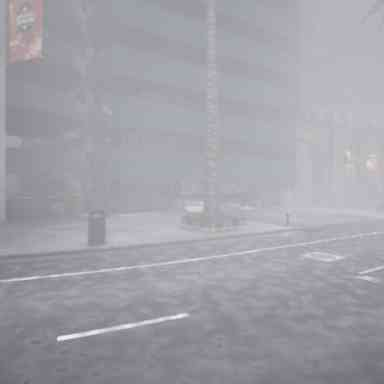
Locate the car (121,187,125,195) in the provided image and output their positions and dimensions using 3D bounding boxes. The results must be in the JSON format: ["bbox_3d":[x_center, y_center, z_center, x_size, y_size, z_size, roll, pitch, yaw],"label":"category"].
[{"bbox_3d":[-13.357,-0.175,61.049,4.786,1.482,2.161,0,2,-35],"label":"car"}]

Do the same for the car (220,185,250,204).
[{"bbox_3d":[4.218,0.221,36.611,5.566,2.045,2.435,0,2,-35],"label":"car"}]

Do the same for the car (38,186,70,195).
[{"bbox_3d":[-20.999,-0.121,50.688,4.674,1.452,2.002,0,2,-35],"label":"car"}]

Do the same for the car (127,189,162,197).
[{"bbox_3d":[-7.058,0.177,51.305,4.718,1.301,1.895,0,2,-35],"label":"car"}]
